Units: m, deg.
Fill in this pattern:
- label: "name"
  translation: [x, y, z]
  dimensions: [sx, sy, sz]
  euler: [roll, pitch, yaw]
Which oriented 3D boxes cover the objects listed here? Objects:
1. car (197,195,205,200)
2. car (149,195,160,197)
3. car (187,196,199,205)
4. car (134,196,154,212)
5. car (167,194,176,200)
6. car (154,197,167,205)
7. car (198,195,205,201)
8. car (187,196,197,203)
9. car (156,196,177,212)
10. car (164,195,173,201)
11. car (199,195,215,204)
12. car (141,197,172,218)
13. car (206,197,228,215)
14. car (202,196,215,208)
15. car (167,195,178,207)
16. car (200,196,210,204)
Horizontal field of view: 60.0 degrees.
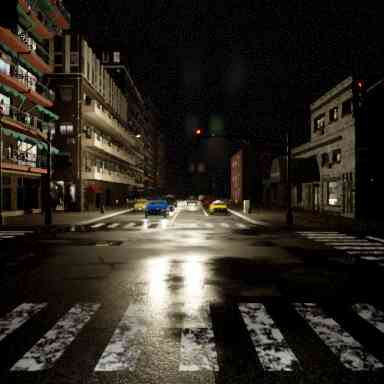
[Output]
- label: "car"
  translation: [2.554, 1.666, 94.690]
  dimensions: [2.008, 1.369, 4.403]
  euler: [0, 0, 0]
- label: "car"
  translation: [-5.760, 1.349, 50.364]
  dimensions: [2.192, 1.841, 5.009]
  euler: [0, 0, 0]
- label: "car"
  translation: [0.010, 1.649, 60.365]
  dimensions: [1.895, 1.301, 4.718]
  euler: [0, 0, 0]
- label: "car"
  translation: [-5.745, 1.547, 39.115]
  dimensions: [1.752, 1.417, 4.829]
  euler: [0, 0, 0]
- label: "car"
  translation: [-5.826, 1.430, 94.678]
  dimensions: [2.192, 1.841, 5.009]
  euler: [0, 0, 0]
- label: "car"
  translation: [-5.778, 1.600, 61.442]
  dimensions: [2.008, 1.369, 4.403]
  euler: [0, 0, 0]
- label: "car"
  translation: [2.562, 1.628, 89.321]
  dimensions: [1.752, 1.417, 4.829]
  euler: [0, 0, 0]
- label: "car"
  translation: [-0.056, 1.610, 70.573]
  dimensions: [2.033, 1.411, 5.357]
  euler: [0, 0, 0]
- label: "car"
  translation: [-3.140, 1.548, 39.895]
  dimensions: [1.812, 1.442, 4.674]
  euler: [0, 0, 0]
- label: "car"
  translation: [-5.810, 1.530, 83.599]
  dimensions: [1.967, 1.590, 4.097]
  euler: [0, 0, 0]
- label: "car"
  translation: [2.620, 1.349, 50.377]
  dimensions: [2.192, 1.841, 5.009]
  euler: [0, 0, 0]
- label: "car"
  translation: [-3.144, 1.492, 30.617]
  dimensions: [1.882, 1.535, 5.008]
  euler: [0, 0, 0]
- label: "car"
  translation: [2.644, 1.543, 33.929]
  dimensions: [1.752, 1.417, 4.829]
  euler: [0, 0, 0]
- label: "car"
  translation: [2.627, 1.609, 44.838]
  dimensions: [1.802, 1.307, 4.206]
  euler: [0, 0, 0]
- label: "car"
  translation: [-3.148, 1.538, 49.963]
  dimensions: [1.837, 1.490, 4.892]
  euler: [0, 0, 0]
- label: "car"
  translation: [2.595, 1.609, 66.994]
  dimensions: [2.008, 1.369, 4.403]
  euler: [0, 0, 0]
